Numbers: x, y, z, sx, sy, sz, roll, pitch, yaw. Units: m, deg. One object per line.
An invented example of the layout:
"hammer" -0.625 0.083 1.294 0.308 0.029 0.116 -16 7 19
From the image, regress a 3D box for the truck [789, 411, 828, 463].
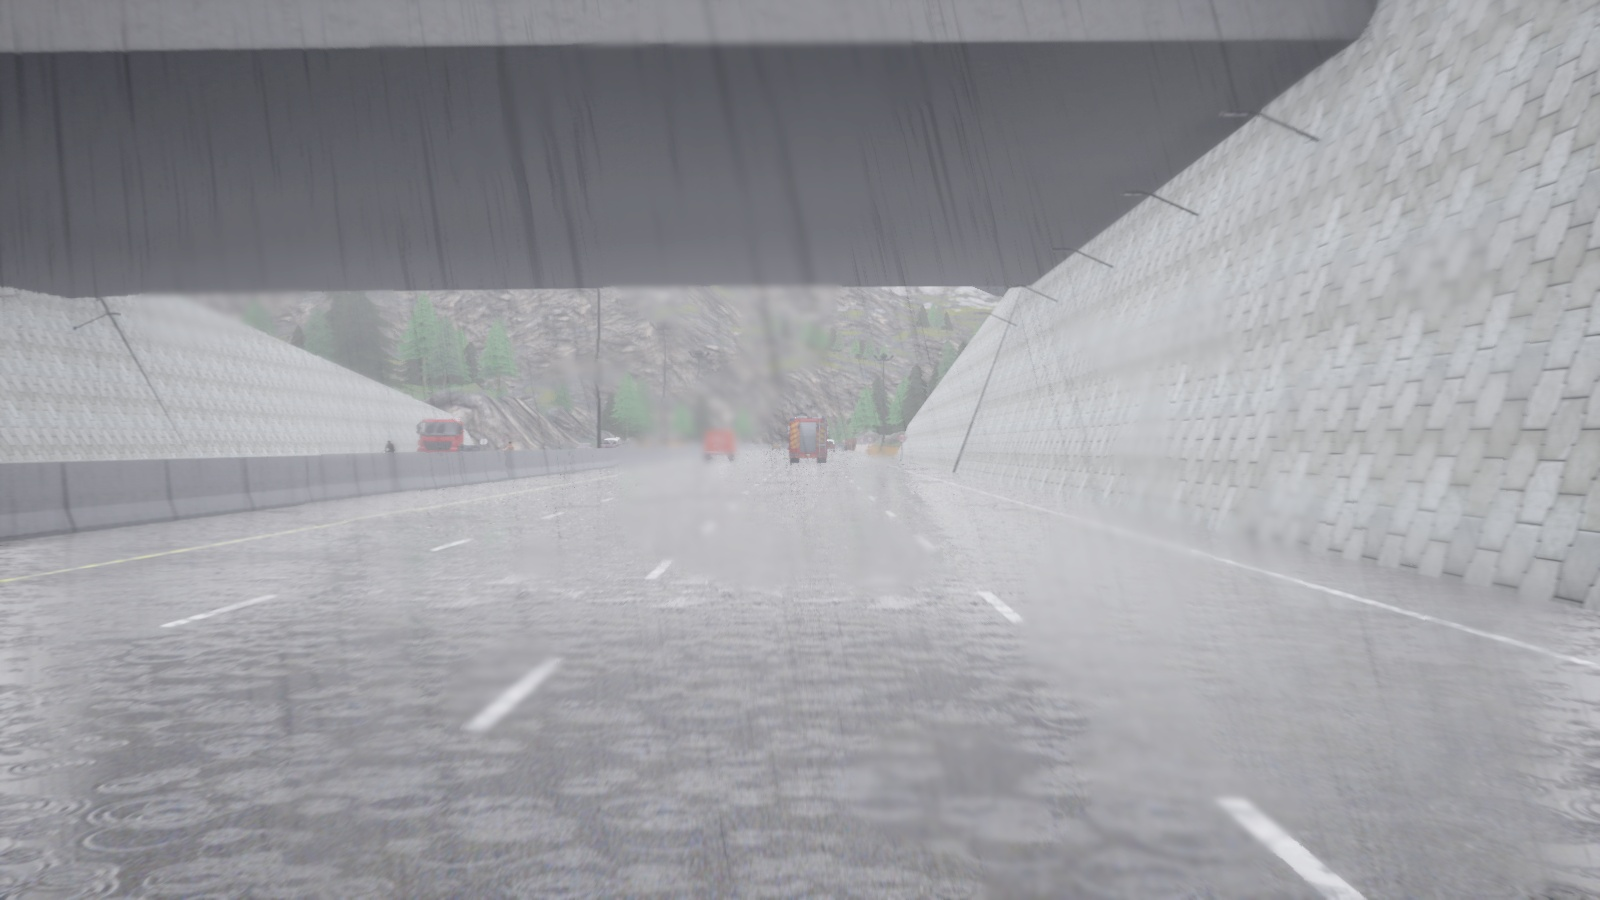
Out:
"truck" 0.628 -0.958 96.965 2.891 3.827 8.468 0 0 0
